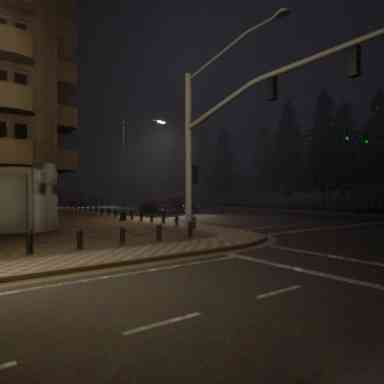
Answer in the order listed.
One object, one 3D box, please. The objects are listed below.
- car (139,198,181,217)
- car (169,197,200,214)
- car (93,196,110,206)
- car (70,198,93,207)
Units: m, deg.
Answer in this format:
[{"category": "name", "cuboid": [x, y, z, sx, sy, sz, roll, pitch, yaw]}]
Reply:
[{"category": "car", "cuboid": [-3.334, 1.505, 31.398, 1.812, 1.442, 4.674, 0, 0, -36]}, {"category": "car", "cuboid": [-1.177, 1.315, 34.359, 2.097, 1.767, 4.553, 0, 0, -36]}, {"category": "car", "cuboid": [-14.787, 1.455, 53.346, 2.128, 1.511, 4.902, 0, 0, -35]}, {"category": "car", "cuboid": [-17.224, 1.544, 50.737, 1.994, 1.385, 4.181, 0, 0, -35]}]
